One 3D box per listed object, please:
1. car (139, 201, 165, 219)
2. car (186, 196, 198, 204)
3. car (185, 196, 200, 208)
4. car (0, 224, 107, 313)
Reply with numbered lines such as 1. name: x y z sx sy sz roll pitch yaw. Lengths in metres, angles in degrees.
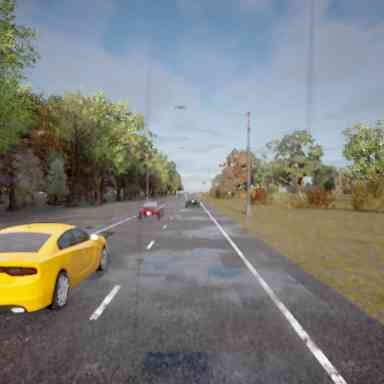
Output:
1. car: -3.399 1.506 28.362 1.812 1.442 4.674 0 0 0
2. car: 0.005 1.524 61.472 1.994 1.385 4.181 0 0 0
3. car: 0.103 1.319 48.185 2.097 1.767 4.553 0 0 0
4. car: -3.401 1.472 7.765 1.882 1.535 5.008 0 0 0
